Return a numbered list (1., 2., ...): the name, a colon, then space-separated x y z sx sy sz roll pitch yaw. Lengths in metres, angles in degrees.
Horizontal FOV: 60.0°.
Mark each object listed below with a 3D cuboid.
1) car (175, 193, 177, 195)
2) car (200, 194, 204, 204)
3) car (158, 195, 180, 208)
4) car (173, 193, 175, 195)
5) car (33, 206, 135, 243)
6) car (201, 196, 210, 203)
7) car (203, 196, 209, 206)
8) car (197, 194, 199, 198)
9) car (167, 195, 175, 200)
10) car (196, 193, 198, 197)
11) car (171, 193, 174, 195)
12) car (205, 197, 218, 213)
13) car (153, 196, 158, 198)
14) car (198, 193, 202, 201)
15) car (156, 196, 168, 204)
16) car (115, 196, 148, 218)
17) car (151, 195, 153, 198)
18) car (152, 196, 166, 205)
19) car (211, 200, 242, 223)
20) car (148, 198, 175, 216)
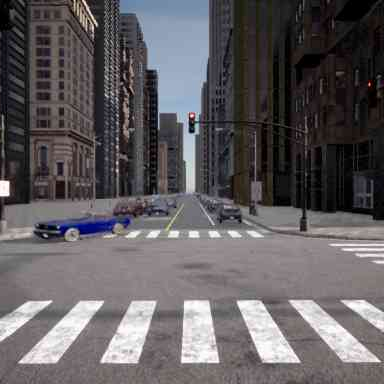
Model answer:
1. car: -5.785 1.601 87.187 1.947 1.339 4.313 0 0 0
2. car: 2.748 1.449 53.354 1.967 1.590 4.097 0 0 0
3. car: -3.083 1.498 45.253 2.128 1.511 4.902 0 0 0
4. car: -5.784 1.554 81.376 1.752 1.417 4.829 0 0 0
5. car: -5.266 1.602 16.489 1.895 1.301 4.718 0 0 31
6. car: 2.744 1.545 70.445 1.752 1.417 4.829 0 0 0
7. car: 2.751 1.550 42.072 1.887 1.381 4.507 0 0 0
8. car: 2.743 1.569 75.915 1.887 1.381 4.507 0 0 0
9. car: -5.787 1.566 92.658 1.752 1.417 4.829 0 0 0
10. car: 2.740 1.560 87.367 1.752 1.417 4.829 0 0 0
11. car: -5.782 1.590 75.905 1.947 1.339 4.313 0 0 0
12. car: 2.752 1.554 36.432 2.008 1.369 4.403 0 0 0
13. car: -5.775 1.571 42.062 1.947 1.339 4.313 0 0 0
14. car: 2.745 1.456 64.635 1.967 1.590 4.097 0 0 0
15. car: -5.780 1.541 64.454 1.752 1.417 4.829 0 0 0
16. car: -5.772 1.317 30.780 2.192 1.841 5.009 0 0 0
17. car: -5.774 1.444 36.421 1.967 1.590 4.097 0 0 0
18. car: -5.779 1.452 58.983 1.967 1.590 4.097 0 0 0
19. car: 2.754 1.552 25.150 2.008 1.369 4.403 0 0 0
20. car: -3.105 1.550 32.395 2.033 1.411 5.357 0 0 0
